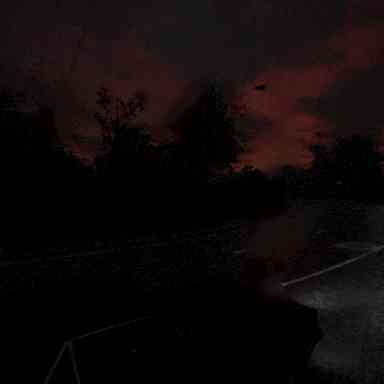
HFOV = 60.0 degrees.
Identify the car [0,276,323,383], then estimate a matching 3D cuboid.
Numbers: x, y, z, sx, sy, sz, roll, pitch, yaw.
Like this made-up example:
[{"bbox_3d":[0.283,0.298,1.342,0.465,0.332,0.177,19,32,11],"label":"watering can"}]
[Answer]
[{"bbox_3d":[-0.743,1.600,3.355,4.718,1.301,1.895,0,0,-37],"label":"car"}]
